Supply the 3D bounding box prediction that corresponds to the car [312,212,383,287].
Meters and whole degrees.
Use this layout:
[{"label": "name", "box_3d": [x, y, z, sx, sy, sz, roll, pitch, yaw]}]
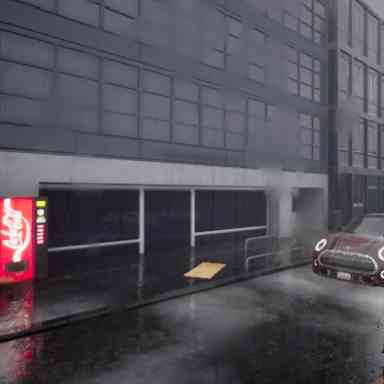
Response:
[{"label": "car", "box_3d": [5.299, 1.378, 9.225, 4.553, 1.767, 2.097, 0, 0, -39]}]
